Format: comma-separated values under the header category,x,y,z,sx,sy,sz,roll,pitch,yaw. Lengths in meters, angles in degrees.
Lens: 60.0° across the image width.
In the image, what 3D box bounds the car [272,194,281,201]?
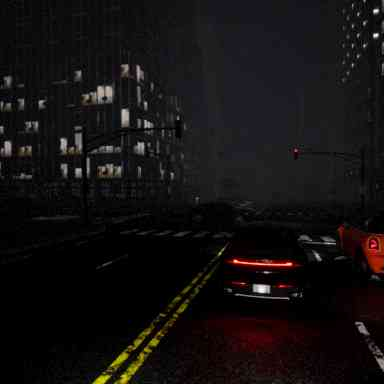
category,x,y,z,sx,sy,sz,roll,pitch,yaw
car,20.398,1.235,80.329,1.882,1.535,5.008,0,0,14

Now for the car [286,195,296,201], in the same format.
category,x,y,z,sx,sy,sz,roll,pitch,yaw
car,23.546,1.465,79.517,2.033,1.411,5.357,0,0,14

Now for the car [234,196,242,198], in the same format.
category,x,y,z,sx,sy,sz,roll,pitch,yaw
car,6.260,1.471,51.886,1.837,1.490,4.892,0,0,14

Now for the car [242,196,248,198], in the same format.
category,x,y,z,sx,sy,sz,roll,pitch,yaw
car,8.759,1.480,61.474,1.812,1.442,4.674,0,0,15

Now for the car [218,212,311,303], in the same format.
category,x,y,z,sx,sy,sz,roll,pitch,yaw
car,1.862,1.501,8.362,1.837,1.490,4.892,0,0,14

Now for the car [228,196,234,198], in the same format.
category,x,y,z,sx,sy,sz,roll,pitch,yaw
car,3.943,1.501,42.880,1.812,1.442,4.674,0,0,14

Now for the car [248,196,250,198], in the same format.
category,x,y,z,sx,sy,sz,roll,pitch,yaw
car,11.675,1.489,72.520,1.994,1.385,4.181,0,0,14

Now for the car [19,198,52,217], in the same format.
category,x,y,z,sx,sy,sz,roll,pitch,yaw
car,-14.850,1.313,29.525,5.008,1.535,1.882,1,1,15

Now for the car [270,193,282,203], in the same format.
category,x,y,z,sx,sy,sz,roll,pitch,yaw
car,17.808,1.157,70.269,2.150,2.045,5.566,0,0,14

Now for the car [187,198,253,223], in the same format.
category,x,y,z,sx,sy,sz,roll,pitch,yaw
car,2.105,1.469,24.826,5.008,1.535,1.882,1,1,15

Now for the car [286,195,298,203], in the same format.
category,x,y,z,sx,sy,sz,roll,pitch,yaw
car,20.976,1.463,69.517,2.128,1.511,4.902,0,0,14

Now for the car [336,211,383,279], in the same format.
category,x,y,z,sx,sy,sz,roll,pitch,yaw
car,5.734,1.347,9.962,2.097,1.767,4.553,0,0,15

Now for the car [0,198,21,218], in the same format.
category,x,y,z,sx,sy,sz,roll,pitch,yaw
car,-16.744,1.434,27.237,4.313,1.339,1.947,1,1,16
